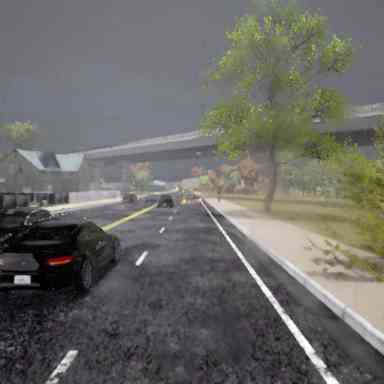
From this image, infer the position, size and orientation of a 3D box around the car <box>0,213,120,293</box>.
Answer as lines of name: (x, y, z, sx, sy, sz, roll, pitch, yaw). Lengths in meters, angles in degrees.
car: (-3.151, 1.437, 8.491, 1.812, 1.442, 4.674, 0, 1, 0)

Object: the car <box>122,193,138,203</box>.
car: (-9.813, 0.989, 52.635, 1.837, 1.490, 4.892, 0, 1, 0)

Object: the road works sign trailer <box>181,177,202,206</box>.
road works sign trailer: (-0.077, -0.077, 43.111, 2.380, 3.560, 2.880, -6, 0, 1)

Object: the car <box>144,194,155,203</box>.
car: (-6.547, 1.017, 54.236, 2.033, 1.411, 5.357, 0, 1, 0)

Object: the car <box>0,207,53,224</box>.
car: (-6.590, 1.376, 12.592, 1.837, 1.490, 4.892, 0, 1, 0)

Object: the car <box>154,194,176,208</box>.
car: (-3.141, 1.099, 40.892, 1.837, 1.490, 4.892, 0, 1, 0)
